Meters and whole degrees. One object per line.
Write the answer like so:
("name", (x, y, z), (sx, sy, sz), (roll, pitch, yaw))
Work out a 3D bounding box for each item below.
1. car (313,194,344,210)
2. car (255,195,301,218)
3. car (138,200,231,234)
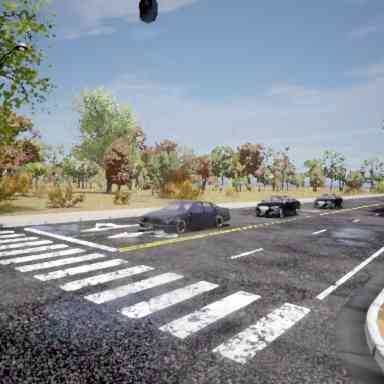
("car", (13.931, 0.937, 33.812), (2.128, 1.511, 4.902), (3, 2, 39))
("car", (6.423, 1.007, 24.564), (2.128, 1.511, 4.902), (3, 2, 39))
("car", (-0.109, 1.123, 16.503), (2.033, 1.411, 5.357), (3, 2, 39))
